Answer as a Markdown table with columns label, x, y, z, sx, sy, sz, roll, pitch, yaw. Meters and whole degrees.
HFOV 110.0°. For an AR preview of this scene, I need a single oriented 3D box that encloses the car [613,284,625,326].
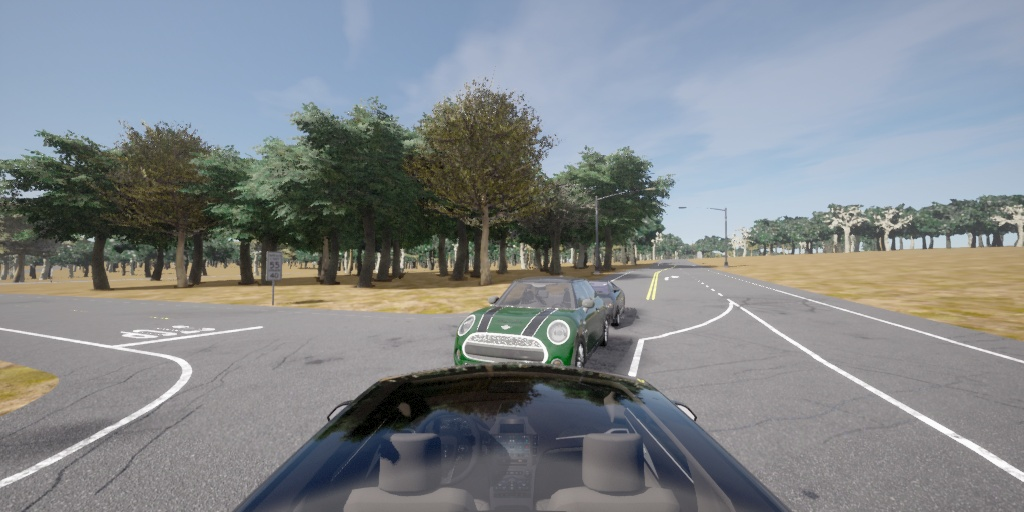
| label | x | y | z | sx | sy | sz | roll | pitch | yaw |
| --- | --- | --- | --- | --- | --- | --- | --- | --- | --- |
| car | 2.912 | 1.555 | 12.880 | 1.994 | 1.385 | 4.181 | -2 | 0 | 22 |

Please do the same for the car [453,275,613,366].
| label | x | y | z | sx | sy | sz | roll | pitch | yaw |
| --- | --- | --- | --- | --- | --- | --- | --- | --- | --- |
| car | 0.685 | 1.222 | 7.448 | 2.097 | 1.767 | 4.553 | -1 | -2 | 22 |
